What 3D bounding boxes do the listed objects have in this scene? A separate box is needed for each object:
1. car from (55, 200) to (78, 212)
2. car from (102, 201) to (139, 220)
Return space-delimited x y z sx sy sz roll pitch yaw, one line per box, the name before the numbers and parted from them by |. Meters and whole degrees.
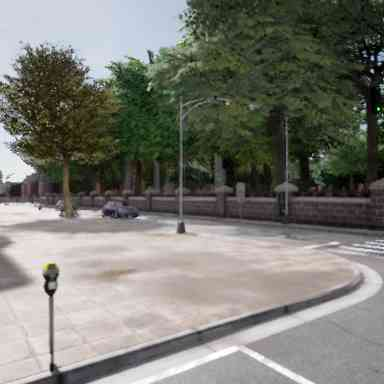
car | -17.829 1.894 47.201 2.097 1.767 4.553 0 -1 -36
car | -6.867 1.634 31.717 2.097 1.767 4.553 0 -1 -36
